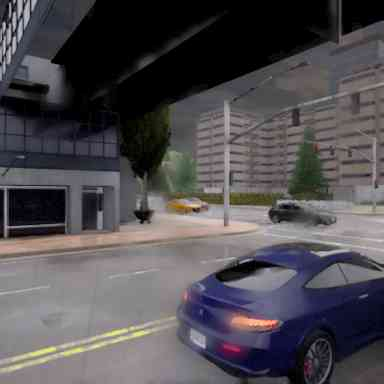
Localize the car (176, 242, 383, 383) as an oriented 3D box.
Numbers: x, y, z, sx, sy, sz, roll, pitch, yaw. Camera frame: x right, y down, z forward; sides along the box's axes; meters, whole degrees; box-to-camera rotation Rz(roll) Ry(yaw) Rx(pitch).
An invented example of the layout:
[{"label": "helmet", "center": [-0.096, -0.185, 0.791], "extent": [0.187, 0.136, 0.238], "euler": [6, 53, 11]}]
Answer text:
[{"label": "car", "center": [1.950, 1.533, 5.188], "extent": [4.674, 1.442, 1.812], "euler": [0, 0, -35]}]

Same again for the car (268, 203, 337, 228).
[{"label": "car", "center": [7.464, 1.535, 22.887], "extent": [1.837, 1.490, 4.892], "euler": [0, 0, -36]}]

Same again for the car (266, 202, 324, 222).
[{"label": "car", "center": [8.465, 1.598, 27.671], "extent": [1.994, 1.385, 4.181], "euler": [0, 0, -38]}]

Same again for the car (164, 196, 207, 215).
[{"label": "car", "center": [-0.992, 1.507, 34.502], "extent": [1.882, 1.535, 5.008], "euler": [0, 0, -36]}]

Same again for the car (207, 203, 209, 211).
[{"label": "car", "center": [0.041, 1.386, 39.055], "extent": [2.097, 1.767, 4.553], "euler": [0, 0, -36]}]
